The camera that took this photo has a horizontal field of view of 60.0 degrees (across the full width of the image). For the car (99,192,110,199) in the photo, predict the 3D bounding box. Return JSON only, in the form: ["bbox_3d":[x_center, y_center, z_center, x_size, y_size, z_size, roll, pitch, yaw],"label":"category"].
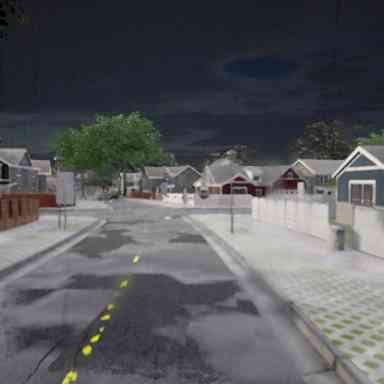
[{"bbox_3d":[-21.914,0.815,83.293,2.128,1.511,4.902,-1,1,-22],"label":"car"}]

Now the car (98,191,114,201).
[{"bbox_3d":[-17.728,0.929,67.234,2.097,1.767,4.553,-1,1,-25],"label":"car"}]

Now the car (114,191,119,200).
[{"bbox_3d":[-17.746,0.724,73.815,2.150,2.045,5.566,-1,1,-24],"label":"car"}]
